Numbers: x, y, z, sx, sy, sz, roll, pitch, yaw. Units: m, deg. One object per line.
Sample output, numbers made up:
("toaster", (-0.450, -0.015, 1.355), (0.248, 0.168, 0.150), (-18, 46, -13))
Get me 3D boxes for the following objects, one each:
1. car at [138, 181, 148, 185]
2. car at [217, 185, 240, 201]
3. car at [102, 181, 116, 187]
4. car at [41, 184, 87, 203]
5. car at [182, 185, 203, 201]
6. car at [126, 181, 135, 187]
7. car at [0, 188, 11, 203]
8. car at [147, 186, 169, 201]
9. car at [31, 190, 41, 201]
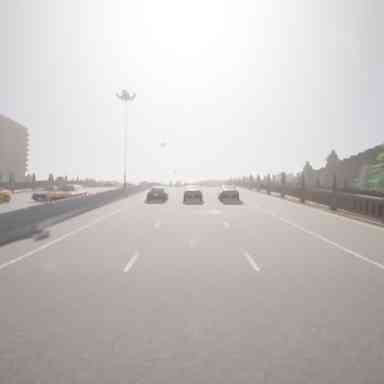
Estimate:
("car", (-10.498, -1.754, 71.764), (1.812, 1.442, 4.674), (0, 1, 0))
("car", (3.591, 0.073, 33.167), (2.128, 1.511, 4.902), (0, 3, 0))
("car", (-17.498, -1.644, 70.337), (1.895, 1.301, 4.718), (0, 2, 0))
("car", (-10.595, 0.179, 28.437), (2.097, 1.767, 4.553), (0, 3, 0))
("car", (0.091, 0.070, 33.197), (2.128, 1.511, 4.902), (0, 3, 0))
("car", (-13.998, -1.817, 75.096), (2.033, 1.411, 5.357), (0, 1, 0))
("car", (-17.595, 0.295, 28.583), (1.882, 1.535, 5.008), (0, 3, 0))
("car", (-3.408, 0.113, 33.756), (1.994, 1.385, 4.181), (0, 3, 0))
("car", (-14.093, 0.113, 33.394), (2.033, 1.411, 5.357), (0, 3, 0))
